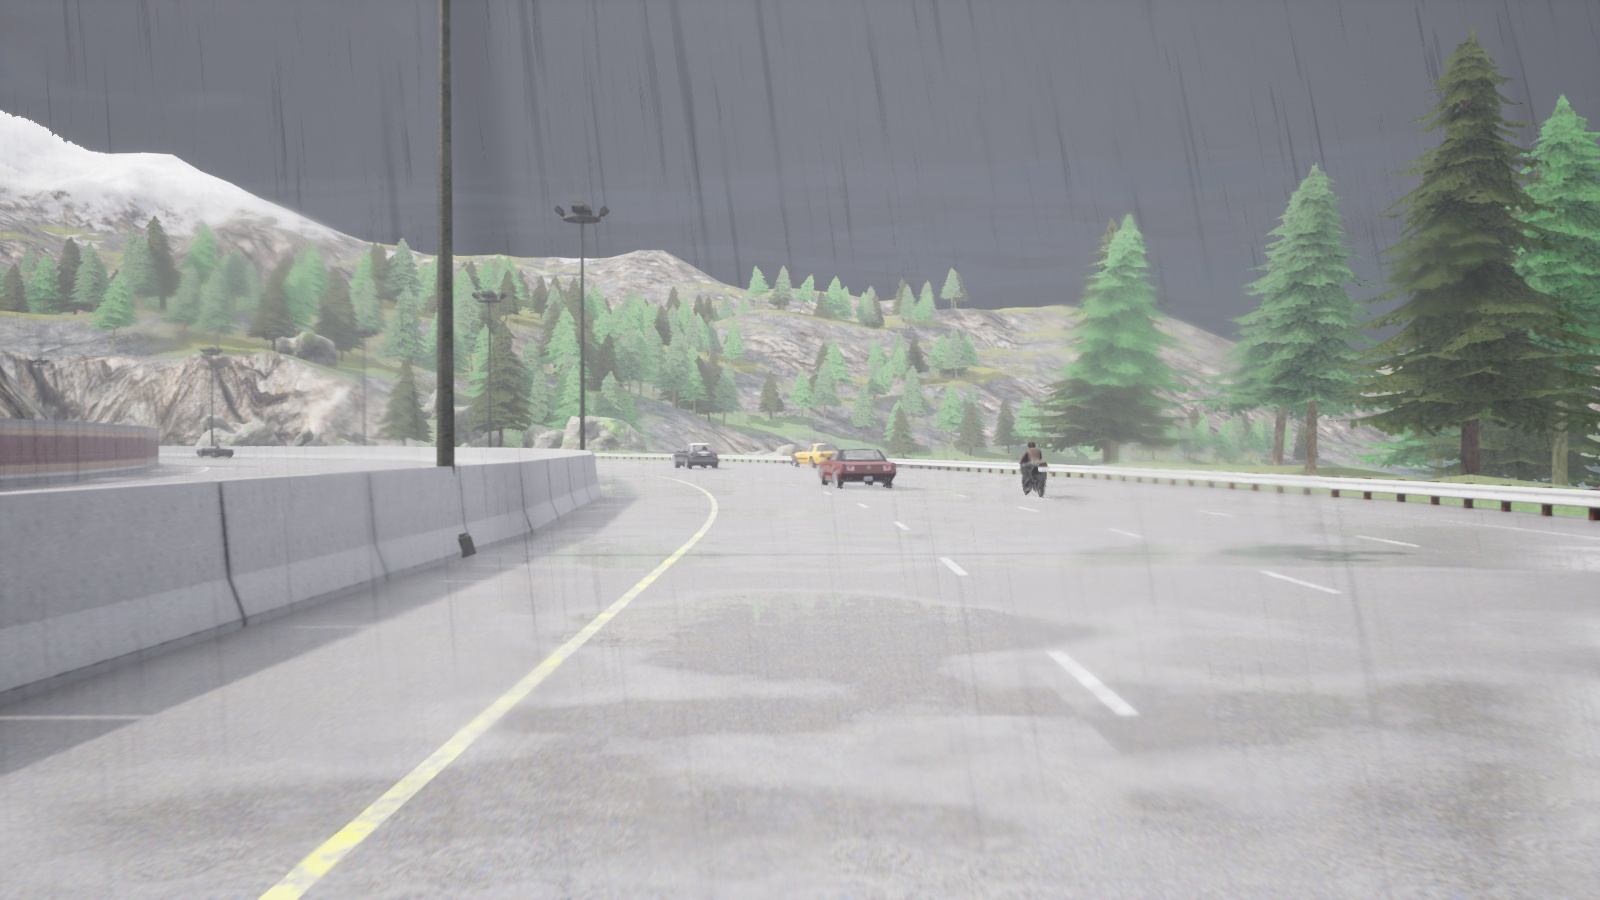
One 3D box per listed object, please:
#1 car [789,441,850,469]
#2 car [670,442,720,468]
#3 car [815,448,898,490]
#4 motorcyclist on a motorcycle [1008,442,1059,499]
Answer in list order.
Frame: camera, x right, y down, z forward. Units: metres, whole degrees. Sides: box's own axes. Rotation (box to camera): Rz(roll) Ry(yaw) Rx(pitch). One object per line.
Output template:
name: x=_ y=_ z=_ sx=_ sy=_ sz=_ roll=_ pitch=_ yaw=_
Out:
car: x=1.098 y=0.271 z=73.739 sx=1.801 sy=1.575 sz=5.366 roll=0 pitch=0 yaw=-20
car: x=-6.125 y=0.295 z=73.086 sx=1.970 sy=1.475 sz=3.806 roll=0 pitch=0 yaw=-20
car: x=1.842 y=0.609 z=42.434 sx=1.895 sy=1.301 sz=4.718 roll=0 pitch=0 yaw=-9
motorcyclist on a motorcycle: x=6.393 y=0.539 z=34.471 sx=0.797 sy=1.523 sz=2.044 roll=-1 pitch=0 yaw=-6
